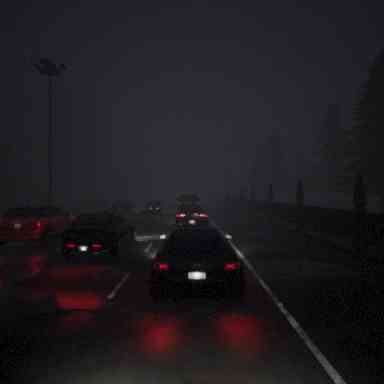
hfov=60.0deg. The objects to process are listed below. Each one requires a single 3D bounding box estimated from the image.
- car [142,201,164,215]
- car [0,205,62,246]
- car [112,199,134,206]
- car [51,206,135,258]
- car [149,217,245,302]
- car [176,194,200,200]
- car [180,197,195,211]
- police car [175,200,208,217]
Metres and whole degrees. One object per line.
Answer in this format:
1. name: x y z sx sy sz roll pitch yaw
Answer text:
1. car: -3.890 1.573 33.539 2.033 1.411 5.357 0 0 -2
2. car: -6.948 1.364 15.373 2.097 1.767 4.553 0 0 -1
3. car: -7.454 1.519 36.120 2.128 1.511 4.902 0 0 -2
4. car: -3.419 1.515 12.861 1.837 1.490 4.892 0 0 0
5. car: 0.095 1.570 8.368 1.994 1.385 4.181 0 0 0
6. car: -0.361 1.246 32.498 2.150 2.045 5.566 0 0 -2
7. car: -0.629 1.491 43.334 1.801 1.575 5.366 0 0 -1
8. police car: -0.053 1.517 20.930 2.038 1.542 4.974 0 0 -1
